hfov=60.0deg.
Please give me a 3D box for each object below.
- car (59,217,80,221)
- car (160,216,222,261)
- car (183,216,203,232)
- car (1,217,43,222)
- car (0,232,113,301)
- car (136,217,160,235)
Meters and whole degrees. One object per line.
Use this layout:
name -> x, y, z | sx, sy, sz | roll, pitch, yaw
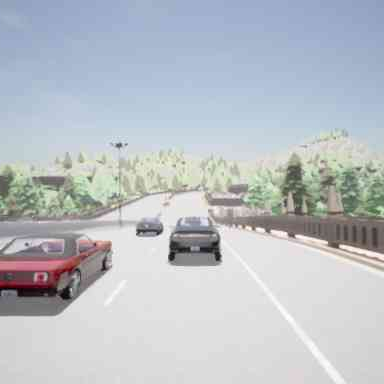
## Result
car -> -14.078, 3.623, 38.197 | 1.812, 1.442, 4.674 | 0, -5, 0
car -> 0.101, 1.743, 13.247 | 2.128, 1.511, 4.902 | 0, -3, 0
car -> 0.101, 3.260, 34.222 | 1.882, 1.535, 5.008 | 0, -4, 0
car -> -17.588, 3.440, 35.605 | 2.033, 1.411, 5.357 | 0, -5, 0
car -> -3.399, 1.678, 8.438 | 1.895, 1.301, 4.718 | 0, -2, 0
car -> -3.399, 2.787, 27.374 | 2.033, 1.411, 5.357 | 0, -5, 0
